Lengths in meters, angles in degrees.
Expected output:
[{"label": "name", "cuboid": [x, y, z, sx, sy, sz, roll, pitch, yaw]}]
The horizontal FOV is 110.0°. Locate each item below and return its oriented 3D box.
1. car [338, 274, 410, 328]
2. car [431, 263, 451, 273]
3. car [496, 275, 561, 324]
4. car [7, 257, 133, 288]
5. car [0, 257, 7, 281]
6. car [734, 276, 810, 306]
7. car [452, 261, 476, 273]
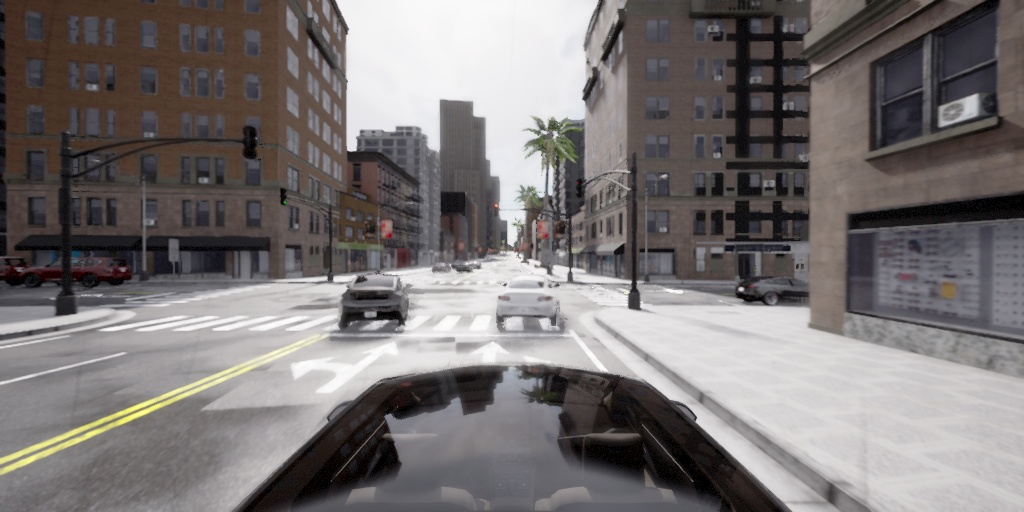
[{"label": "car", "cuboid": [-4.443, 1.339, 11.896, 1.837, 1.490, 4.892, 1, -1, -16]}, {"label": "car", "cuboid": [-9.849, 1.646, 50.226, 2.033, 1.411, 5.357, 0, 0, 0]}, {"label": "car", "cuboid": [0.645, 1.356, 12.215, 1.812, 1.442, 4.674, 0, -1, 8]}, {"label": "car", "cuboid": [-27.155, 0.993, 22.496, 5.009, 1.841, 2.192, 0, 0, -9]}, {"label": "car", "cuboid": [-32.600, 0.946, 21.672, 5.009, 1.841, 2.192, 0, 0, -9]}, {"label": "car", "cuboid": [12.950, 1.626, 17.018, 4.313, 1.339, 1.948, 0, 0, 0]}, {"label": "car", "cuboid": [-6.602, 1.697, 49.886, 1.895, 1.301, 4.718, 0, 0, 0]}]
